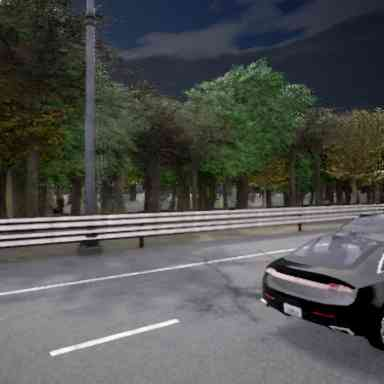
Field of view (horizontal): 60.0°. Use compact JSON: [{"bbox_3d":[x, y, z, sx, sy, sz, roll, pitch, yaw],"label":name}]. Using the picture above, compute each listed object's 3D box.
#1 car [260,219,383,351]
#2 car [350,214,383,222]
[{"bbox_3d":[3.444,1.508,6.234,4.902,1.511,2.128,0,0,-35],"label":"car"},{"bbox_3d":[7.673,1.598,13.522,4.181,1.385,1.994,0,0,-35],"label":"car"}]
